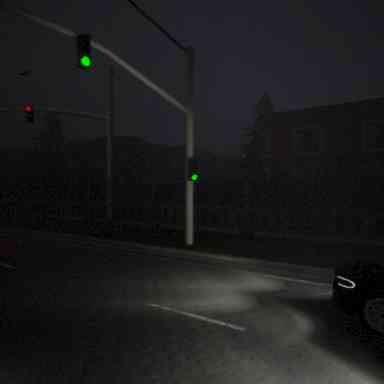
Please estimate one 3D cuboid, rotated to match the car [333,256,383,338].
[{"bbox_3d":[4.770,1.483,4.891,5.008,1.535,1.882,1,0,35],"label":"car"}]
